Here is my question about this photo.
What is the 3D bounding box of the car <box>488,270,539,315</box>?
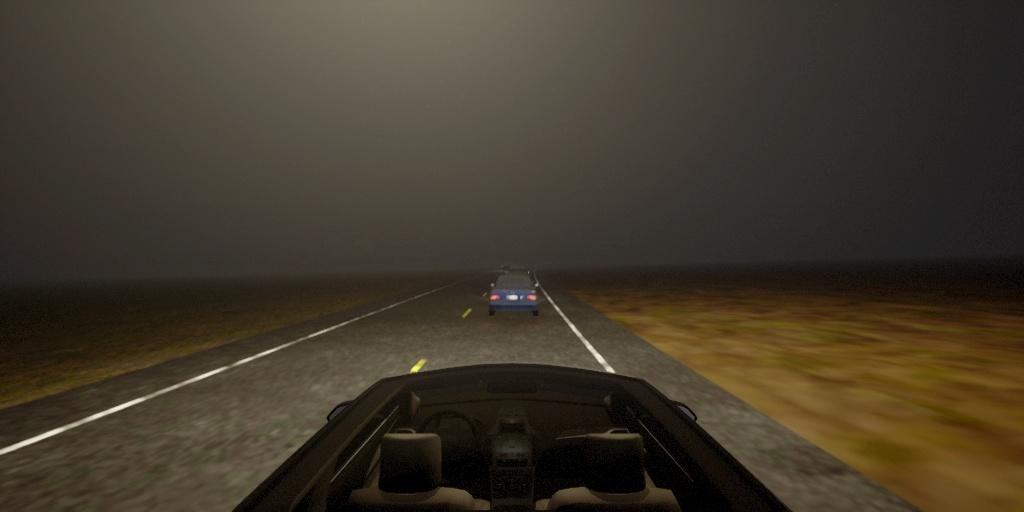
[{"bbox_3d":[0.094,1.436,14.293,2.033,1.411,5.357,0,-1,1],"label":"car"}]

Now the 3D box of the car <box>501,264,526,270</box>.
[{"bbox_3d":[0.448,1.597,29.261,2.033,1.411,5.357,0,-1,2],"label":"car"}]
